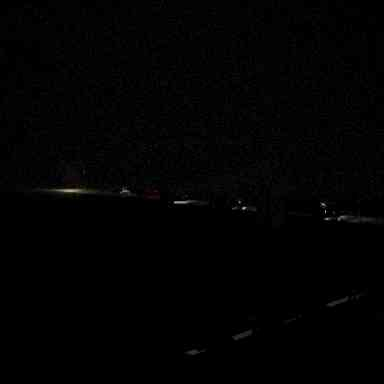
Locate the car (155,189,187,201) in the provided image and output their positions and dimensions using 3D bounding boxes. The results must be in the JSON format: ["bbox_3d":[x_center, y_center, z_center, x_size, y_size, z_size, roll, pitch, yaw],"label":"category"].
[{"bbox_3d":[-2.544,0.368,43.725,1.837,1.490,4.892,-3,4,-35],"label":"car"}]

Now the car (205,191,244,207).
[{"bbox_3d":[3.377,0.691,35.355,2.128,1.511,4.902,-3,4,-35],"label":"car"}]

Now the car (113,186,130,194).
[{"bbox_3d":[-13.792,-0.498,64.665,2.128,1.511,4.902,-3,4,-35],"label":"car"}]

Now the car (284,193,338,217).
[{"bbox_3d":[9.392,0.898,26.877,2.097,1.767,4.553,-3,4,-35],"label":"car"}]

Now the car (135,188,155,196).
[{"bbox_3d":[-7.896,-0.091,56.357,1.895,1.301,4.718,-3,4,-35],"label":"car"}]
